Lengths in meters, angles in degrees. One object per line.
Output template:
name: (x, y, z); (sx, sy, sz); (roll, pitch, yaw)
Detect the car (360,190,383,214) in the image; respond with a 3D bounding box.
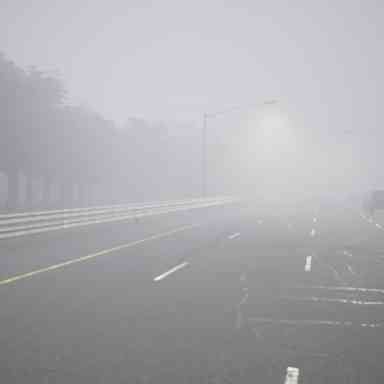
car: (16.378, 0.812, 28.853); (2.150, 2.045, 5.566); (0, 1, 21)

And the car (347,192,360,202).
car: (26.466, 0.769, 54.228); (1.882, 1.535, 5.008); (-1, 0, 25)
